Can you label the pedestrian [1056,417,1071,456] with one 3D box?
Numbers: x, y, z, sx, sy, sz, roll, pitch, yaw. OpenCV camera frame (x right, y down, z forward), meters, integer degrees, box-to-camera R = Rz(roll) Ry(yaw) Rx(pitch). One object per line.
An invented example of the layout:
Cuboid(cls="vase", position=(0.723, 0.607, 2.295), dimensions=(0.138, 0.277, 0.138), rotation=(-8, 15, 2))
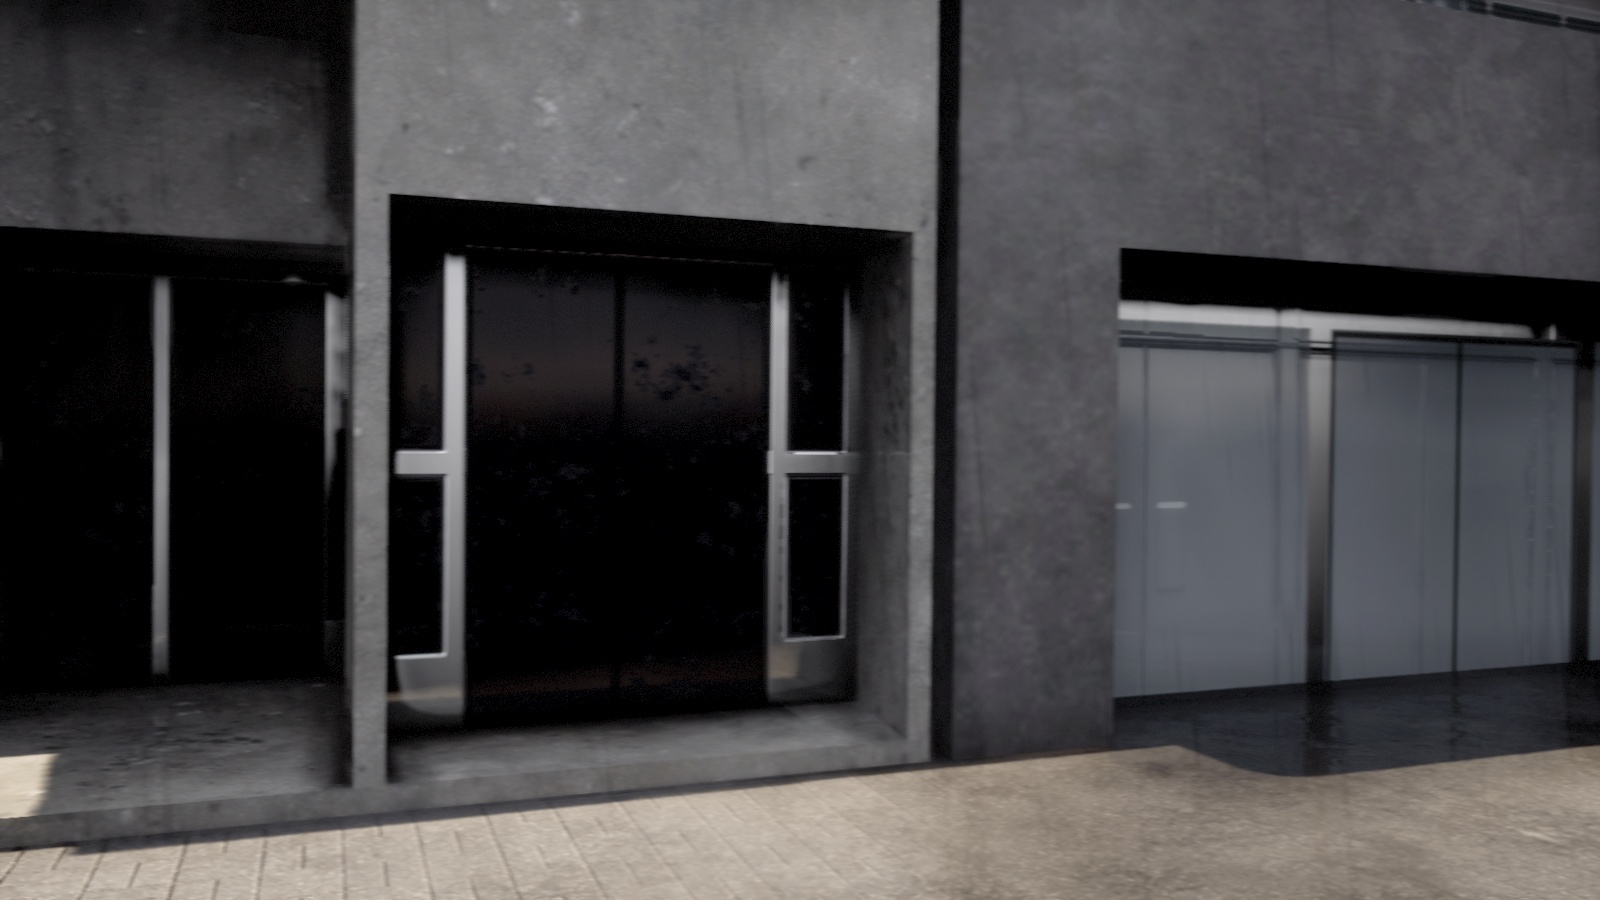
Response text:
Cuboid(cls="pedestrian", position=(13.387, -0.684, 63.817), dimensions=(0.396, 1.930, 0.692), rotation=(-1, 1, -22))
